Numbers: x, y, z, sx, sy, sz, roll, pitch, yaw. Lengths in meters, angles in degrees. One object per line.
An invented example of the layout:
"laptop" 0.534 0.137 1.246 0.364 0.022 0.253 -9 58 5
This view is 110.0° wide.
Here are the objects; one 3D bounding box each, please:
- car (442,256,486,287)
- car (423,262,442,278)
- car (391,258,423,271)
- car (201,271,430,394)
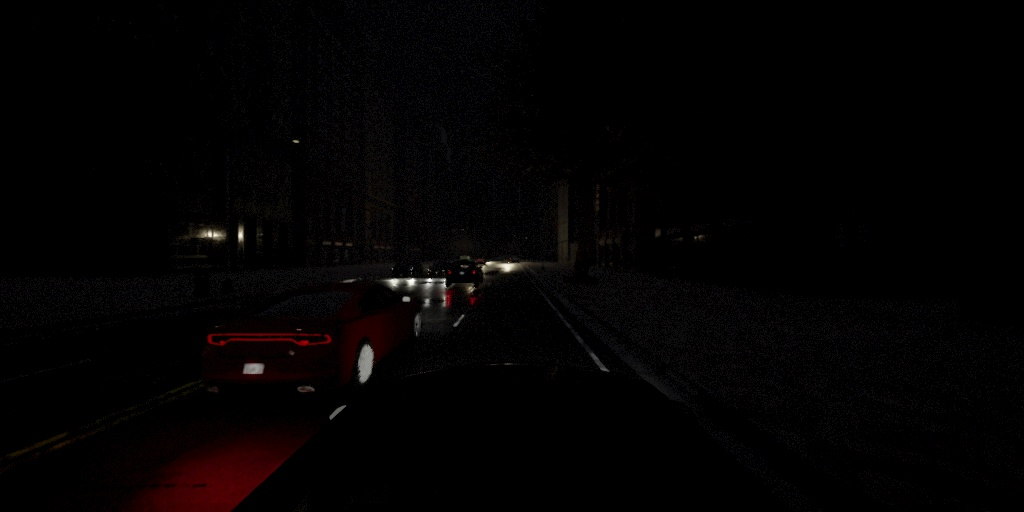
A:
"car" -3.161 1.107 24.726 2.097 1.767 4.553 0 0 0
"car" -6.611 1.264 33.702 1.837 1.490 4.892 0 0 0
"car" -9.859 1.110 34.102 2.097 1.767 4.553 0 0 0
"car" -3.153 1.228 6.851 1.882 1.535 5.008 0 0 0
